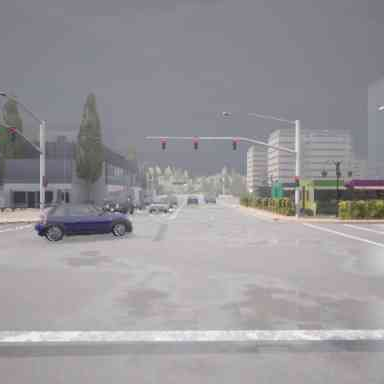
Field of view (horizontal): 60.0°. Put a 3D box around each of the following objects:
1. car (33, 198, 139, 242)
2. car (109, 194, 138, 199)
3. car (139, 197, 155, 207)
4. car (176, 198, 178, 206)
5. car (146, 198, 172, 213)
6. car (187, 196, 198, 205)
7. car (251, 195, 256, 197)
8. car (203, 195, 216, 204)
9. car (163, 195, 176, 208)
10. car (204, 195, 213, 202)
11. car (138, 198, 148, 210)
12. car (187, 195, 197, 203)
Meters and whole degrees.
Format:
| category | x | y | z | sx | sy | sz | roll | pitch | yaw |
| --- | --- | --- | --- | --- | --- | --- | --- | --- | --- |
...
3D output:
| category | x | y | z | sx | sy | sz | roll | pitch | yaw |
| --- | --- | --- | --- | --- | --- | --- | --- | --- | --- |
| car | -5.315 | 1.352 | 16.542 | 4.553 | 1.767 | 2.097 | 0 | 0 | -33 |
| car | -7.088 | 1.221 | 32.387 | 2.150 | 2.045 | 5.566 | 0 | 0 | 1 |
| car | -7.050 | 1.563 | 52.232 | 1.994 | 1.385 | 4.181 | 0 | 0 | 0 |
| car | -3.540 | 1.351 | 55.904 | 2.097 | 1.767 | 4.553 | 0 | 0 | 0 |
| car | -3.572 | 1.600 | 36.725 | 1.895 | 1.301 | 4.718 | 0 | 0 | 0 |
| car | 0.157 | 1.477 | 61.159 | 1.882 | 1.535 | 5.008 | 0 | 0 | 0 |
| car | 17.836 | 1.153 | 86.753 | 4.605 | 1.855 | 1.932 | 0 | 0 | -1 |
| car | 3.549 | 1.491 | 63.596 | 2.128 | 1.511 | 4.902 | 0 | 0 | 0 |
| car | -3.563 | 1.504 | 46.040 | 1.837 | 1.490 | 4.892 | 0 | 0 | 0 |
| car | 3.557 | 1.396 | 73.872 | 1.812 | 1.442 | 4.674 | 0 | 0 | 0 |
| car | -7.067 | 1.491 | 42.275 | 2.128 | 1.511 | 4.902 | 0 | 0 | 0 |
| car | 0.058 | 1.524 | 74.170 | 2.128 | 1.511 | 4.902 | 0 | 0 | 0 |
